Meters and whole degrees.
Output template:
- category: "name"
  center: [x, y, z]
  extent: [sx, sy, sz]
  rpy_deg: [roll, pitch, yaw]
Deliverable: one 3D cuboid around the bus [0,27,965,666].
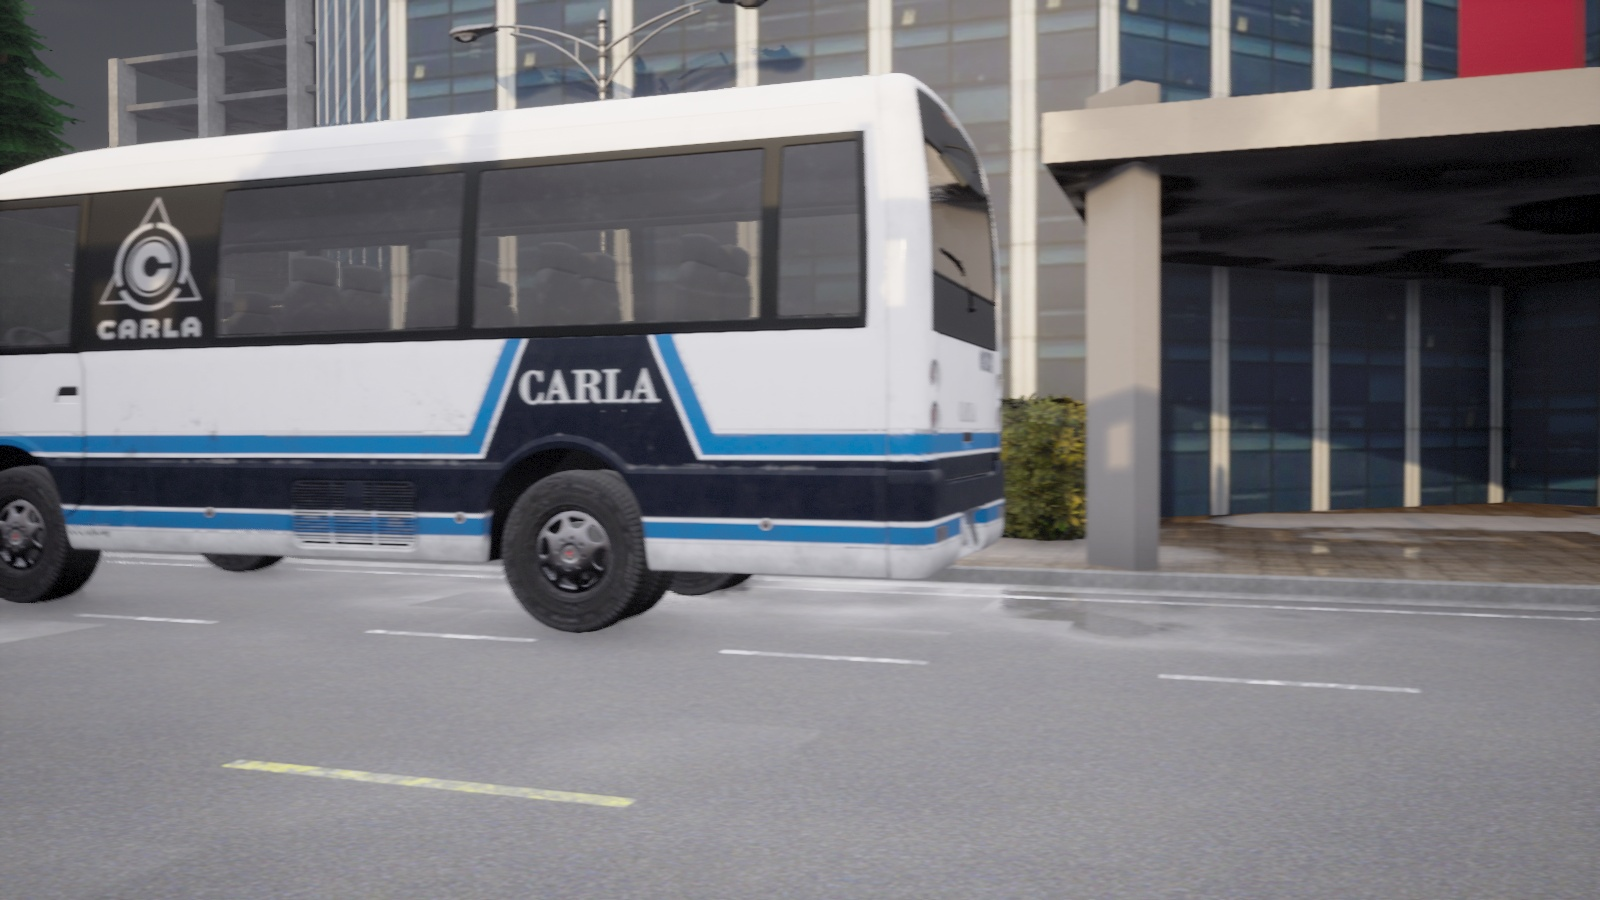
- category: "bus"
  center: [-3.920, -0.755, 11.876]
  extent: [10.273, 4.253, 3.944]
  rpy_deg: [1, 1, 19]
